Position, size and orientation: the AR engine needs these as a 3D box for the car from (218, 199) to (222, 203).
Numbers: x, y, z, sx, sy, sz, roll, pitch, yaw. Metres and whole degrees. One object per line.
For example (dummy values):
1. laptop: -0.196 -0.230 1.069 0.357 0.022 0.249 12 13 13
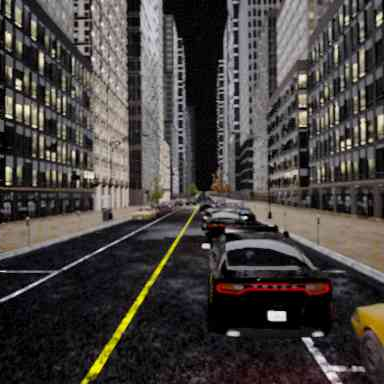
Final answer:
1. car: 4.193 1.837 36.449 1.967 1.590 4.097 -1 -1 2

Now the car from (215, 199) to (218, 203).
1. car: 4.868 2.173 53.509 1.802 1.307 4.206 -1 -1 2

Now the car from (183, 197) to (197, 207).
1. car: -0.181 2.050 69.880 2.150 2.045 5.566 -1 -1 2

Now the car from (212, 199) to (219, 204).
1. car: 6.214 2.550 87.635 1.802 1.307 4.206 -1 -1 2

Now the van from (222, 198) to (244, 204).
1. van: 3.967 1.672 30.762 1.690 1.788 3.998 -1 -1 2

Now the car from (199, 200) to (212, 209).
1. car: 2.360 2.216 58.102 2.033 1.411 5.357 -1 -1 2

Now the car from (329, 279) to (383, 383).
1. car: 2.854 1.529 2.494 1.752 1.417 4.829 -1 -1 2

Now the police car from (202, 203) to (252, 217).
1. police car: 1.641 1.616 17.072 1.930 1.638 5.238 -1 -1 2

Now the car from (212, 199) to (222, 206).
1. car: 5.765 2.394 76.259 2.008 1.369 4.403 -1 -1 2

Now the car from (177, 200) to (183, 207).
1. car: -2.833 2.432 70.914 1.947 1.339 4.313 -1 -1 2

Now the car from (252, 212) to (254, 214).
1. car: 3.746 1.832 25.072 1.947 1.339 4.313 -1 -1 2

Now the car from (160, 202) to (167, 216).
1. car: -4.178 2.063 36.791 1.802 1.307 4.206 -1 -1 2

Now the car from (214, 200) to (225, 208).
1. car: 5.316 2.262 64.884 1.887 1.381 4.507 -1 -1 2

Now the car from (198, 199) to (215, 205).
1. car: 1.826 2.038 44.313 1.812 1.442 4.674 -1 -1 3

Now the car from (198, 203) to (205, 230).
1. car: 1.670 1.767 23.027 1.837 1.490 4.892 -1 -1 6

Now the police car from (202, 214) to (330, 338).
1. police car: 1.247 1.500 7.080 1.930 1.638 5.238 -1 -1 2

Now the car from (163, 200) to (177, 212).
1. car: -3.732 2.051 48.167 1.967 1.590 4.097 -1 -1 2

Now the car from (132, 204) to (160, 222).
1. car: -4.410 1.939 30.934 1.752 1.417 4.829 -1 -1 2
